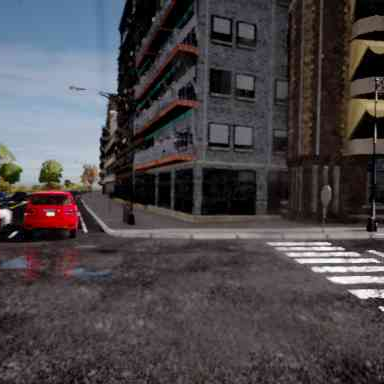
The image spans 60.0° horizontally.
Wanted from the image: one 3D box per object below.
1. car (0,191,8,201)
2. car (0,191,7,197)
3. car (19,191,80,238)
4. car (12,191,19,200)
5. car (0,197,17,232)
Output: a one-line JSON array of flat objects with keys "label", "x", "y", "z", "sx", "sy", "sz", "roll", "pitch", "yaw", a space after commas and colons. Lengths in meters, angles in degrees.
[{"label": "car", "x": -29.859, "y": 0.580, "z": 51.032, "sx": 1.882, "sy": 1.535, "sz": 5.008, "roll": 1, "pitch": 0, "yaw": -19}, {"label": "car", "x": -20.037, "y": 0.886, "z": 32.975, "sx": 1.837, "sy": 1.490, "sz": 4.892, "roll": 1, "pitch": 0, "yaw": -20}, {"label": "car", "x": -6.793, "y": 0.984, "z": 16.363, "sx": 2.150, "sy": 2.045, "sz": 5.566, "roll": 1, "pitch": 0, "yaw": -20}, {"label": "car", "x": -26.770, "y": 0.622, "z": 52.041, "sx": 1.882, "sy": 1.535, "sz": 5.008, "roll": 1, "pitch": 0, "yaw": -19}, {"label": "car", "x": -10.503, "y": 1.200, "z": 17.047, "sx": 1.812, "sy": 1.442, "sz": 4.674, "roll": 1, "pitch": 0, "yaw": -20}]
